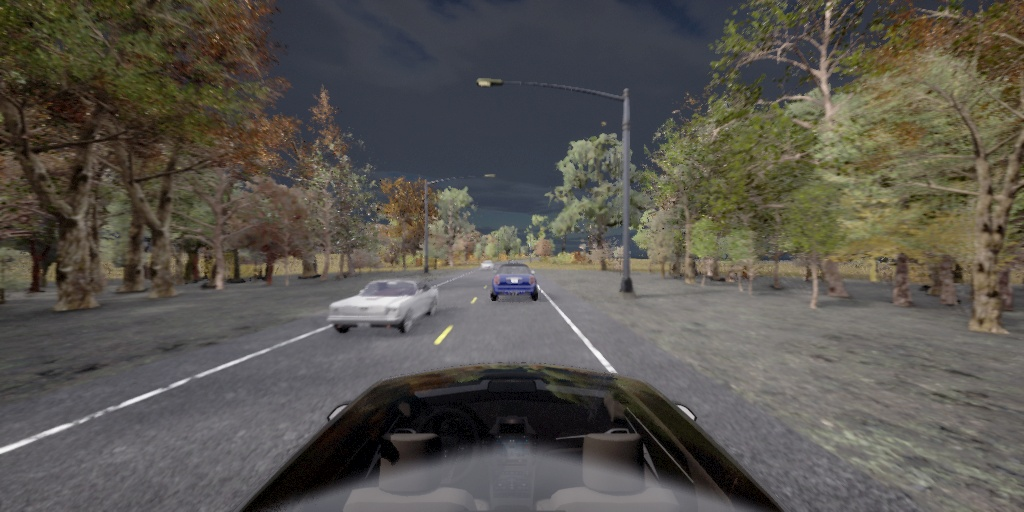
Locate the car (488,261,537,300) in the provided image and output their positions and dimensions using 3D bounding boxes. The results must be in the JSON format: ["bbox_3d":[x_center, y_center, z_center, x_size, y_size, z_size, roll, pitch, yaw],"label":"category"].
[{"bbox_3d":[0.108,1.147,18.189,2.097,1.767,4.553,0,0,0],"label":"car"}]

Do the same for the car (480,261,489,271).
[{"bbox_3d":[-3.526,1.415,52.444,1.812,1.442,4.674,0,0,1],"label":"car"}]

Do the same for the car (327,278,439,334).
[{"bbox_3d":[-3.594,1.376,10.910,1.895,1.301,4.718,0,0,0],"label":"car"}]
